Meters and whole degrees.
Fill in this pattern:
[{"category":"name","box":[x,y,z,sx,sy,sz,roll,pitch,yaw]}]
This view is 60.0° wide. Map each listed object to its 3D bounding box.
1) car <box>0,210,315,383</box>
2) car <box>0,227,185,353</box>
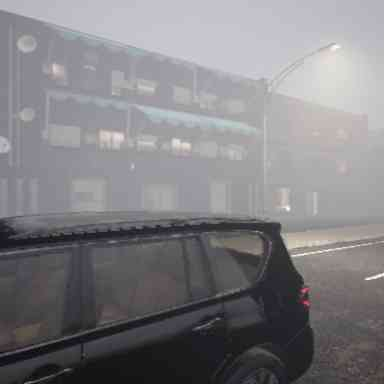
[{"category":"car","box":[-1.319,1.226,2.745,5.566,2.045,2.150,1,0,-35]},{"category":"car","box":[-2.573,1.538,5.842,4.674,1.442,1.812,1,0,-35]}]
